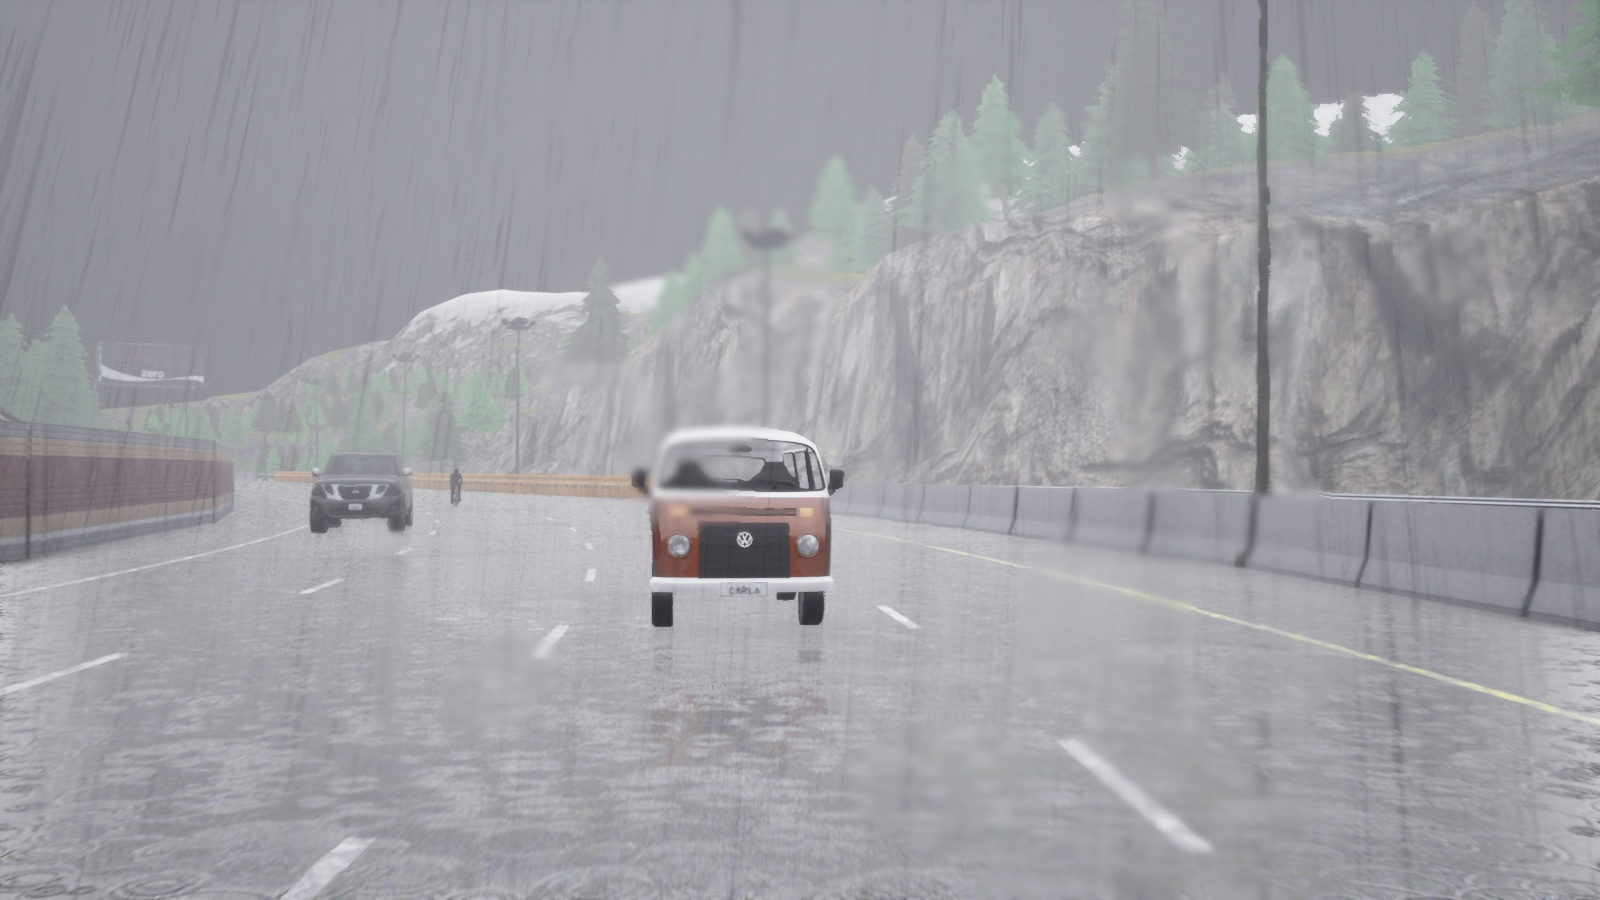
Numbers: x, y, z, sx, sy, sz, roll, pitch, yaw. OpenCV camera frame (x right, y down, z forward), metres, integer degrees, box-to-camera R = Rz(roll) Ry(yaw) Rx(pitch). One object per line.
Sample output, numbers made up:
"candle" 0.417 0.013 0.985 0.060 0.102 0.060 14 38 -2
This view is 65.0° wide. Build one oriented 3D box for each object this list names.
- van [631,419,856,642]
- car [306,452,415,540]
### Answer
"van" -0.762 0.773 13.809 2.069 2.038 4.480 0 -1 -6
"car" -11.137 1.121 32.206 2.150 2.045 5.566 0 -1 -14
